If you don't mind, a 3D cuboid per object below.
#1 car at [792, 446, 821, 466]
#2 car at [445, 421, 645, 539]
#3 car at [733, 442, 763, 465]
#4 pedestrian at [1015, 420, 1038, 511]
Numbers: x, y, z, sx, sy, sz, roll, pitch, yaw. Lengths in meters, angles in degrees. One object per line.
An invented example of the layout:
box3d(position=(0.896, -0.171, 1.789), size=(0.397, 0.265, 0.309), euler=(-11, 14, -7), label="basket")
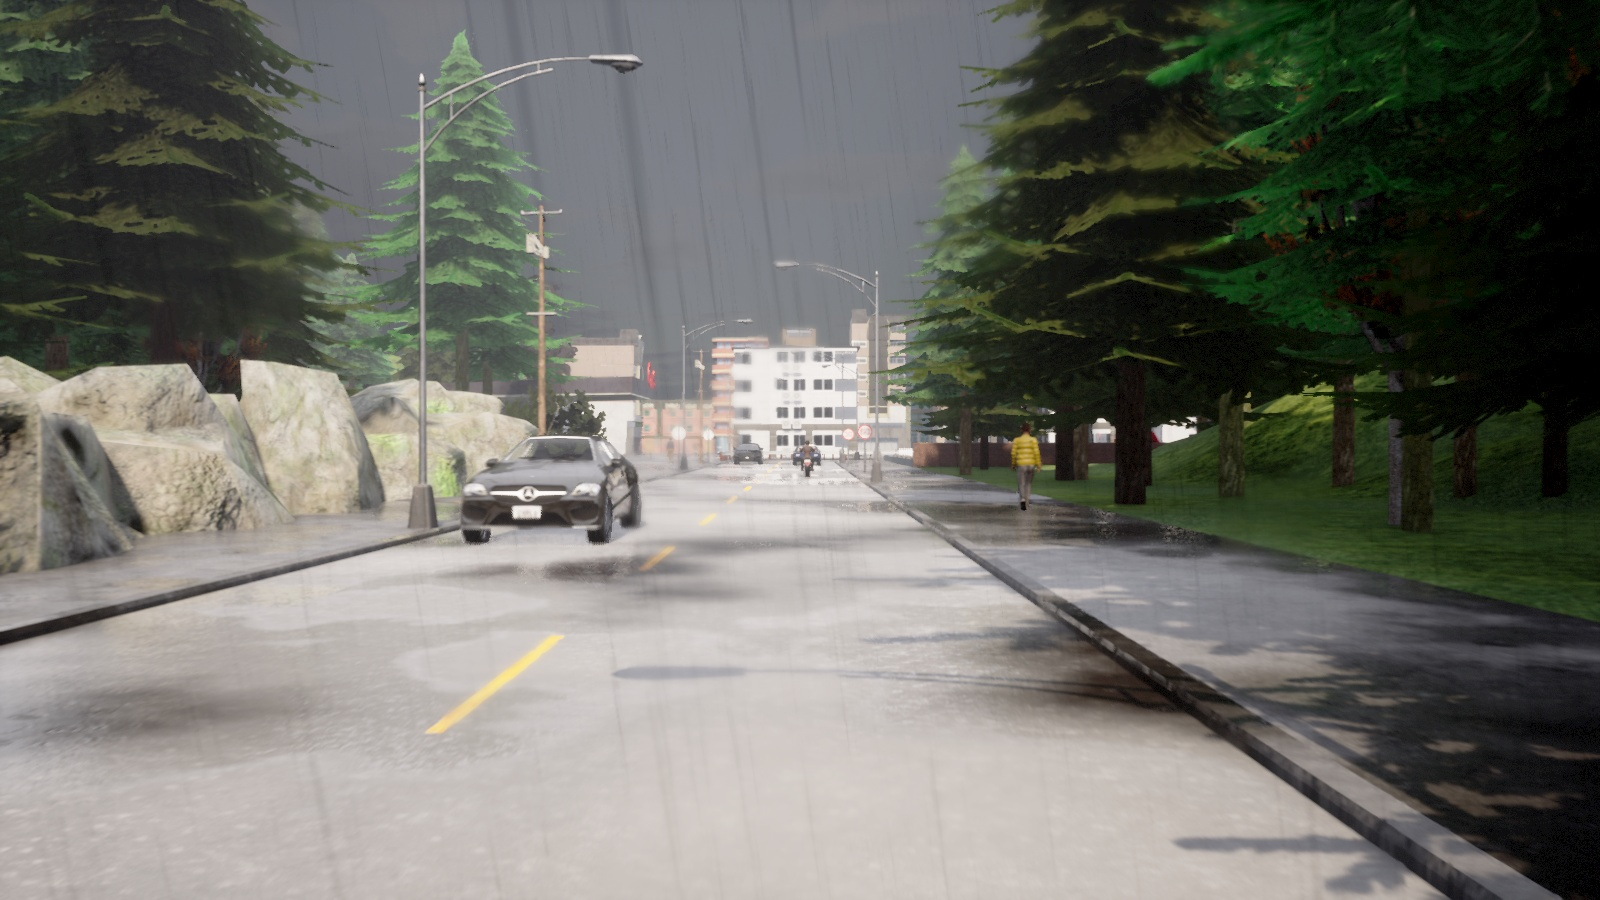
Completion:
box3d(position=(0.459, 0.368, 85.119), size=(1.895, 1.301, 4.718), euler=(0, 0, 0), label="car")
box3d(position=(-3.870, 0.409, 20.052), size=(2.152, 1.651, 5.027), euler=(0, 0, 0), label="car")
box3d(position=(-3.542, 0.234, 86.543), size=(1.882, 1.535, 5.008), euler=(0, 0, 0), label="car")
box3d(position=(4.650, 0.314, 25.819), size=(0.431, 1.840, 0.709), euler=(0, 0, 8), label="pedestrian")
